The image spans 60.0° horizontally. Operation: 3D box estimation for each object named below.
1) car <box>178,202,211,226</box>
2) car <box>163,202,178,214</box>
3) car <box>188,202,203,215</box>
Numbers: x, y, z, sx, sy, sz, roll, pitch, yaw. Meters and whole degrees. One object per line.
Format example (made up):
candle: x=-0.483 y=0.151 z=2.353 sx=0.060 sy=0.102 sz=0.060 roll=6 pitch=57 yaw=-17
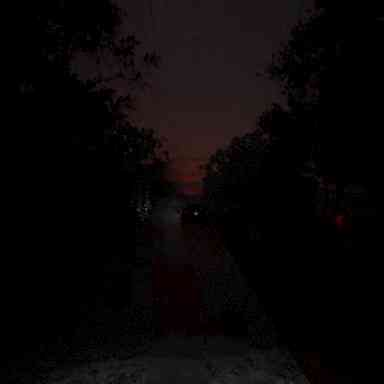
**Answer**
car: x=0.292 y=1.559 z=25.149 sx=2.097 sy=1.767 sz=4.553 roll=0 pitch=-1 yaw=0
car: x=-2.493 y=2.016 z=41.885 sx=2.128 sy=1.511 sz=4.902 roll=0 pitch=-1 yaw=1
car: x=0.458 y=2.025 z=42.902 sx=1.882 sy=1.535 sz=5.008 roll=0 pitch=-1 yaw=1
